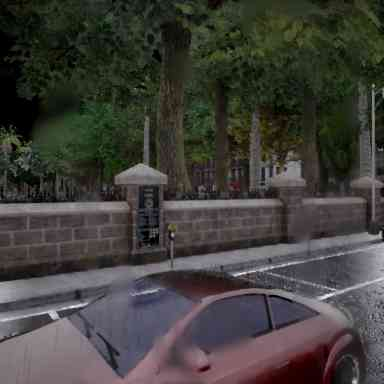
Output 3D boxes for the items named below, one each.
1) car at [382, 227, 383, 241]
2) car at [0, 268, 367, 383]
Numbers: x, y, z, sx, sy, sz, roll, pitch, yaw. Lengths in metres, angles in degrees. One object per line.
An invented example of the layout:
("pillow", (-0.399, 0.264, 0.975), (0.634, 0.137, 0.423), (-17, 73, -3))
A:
("car", (9.754, 1.310, 13.498), (5.009, 1.841, 2.192), (0, 0, -36))
("car", (-0.147, 1.564, 3.272), (4.181, 1.385, 1.994), (0, 0, -36))
